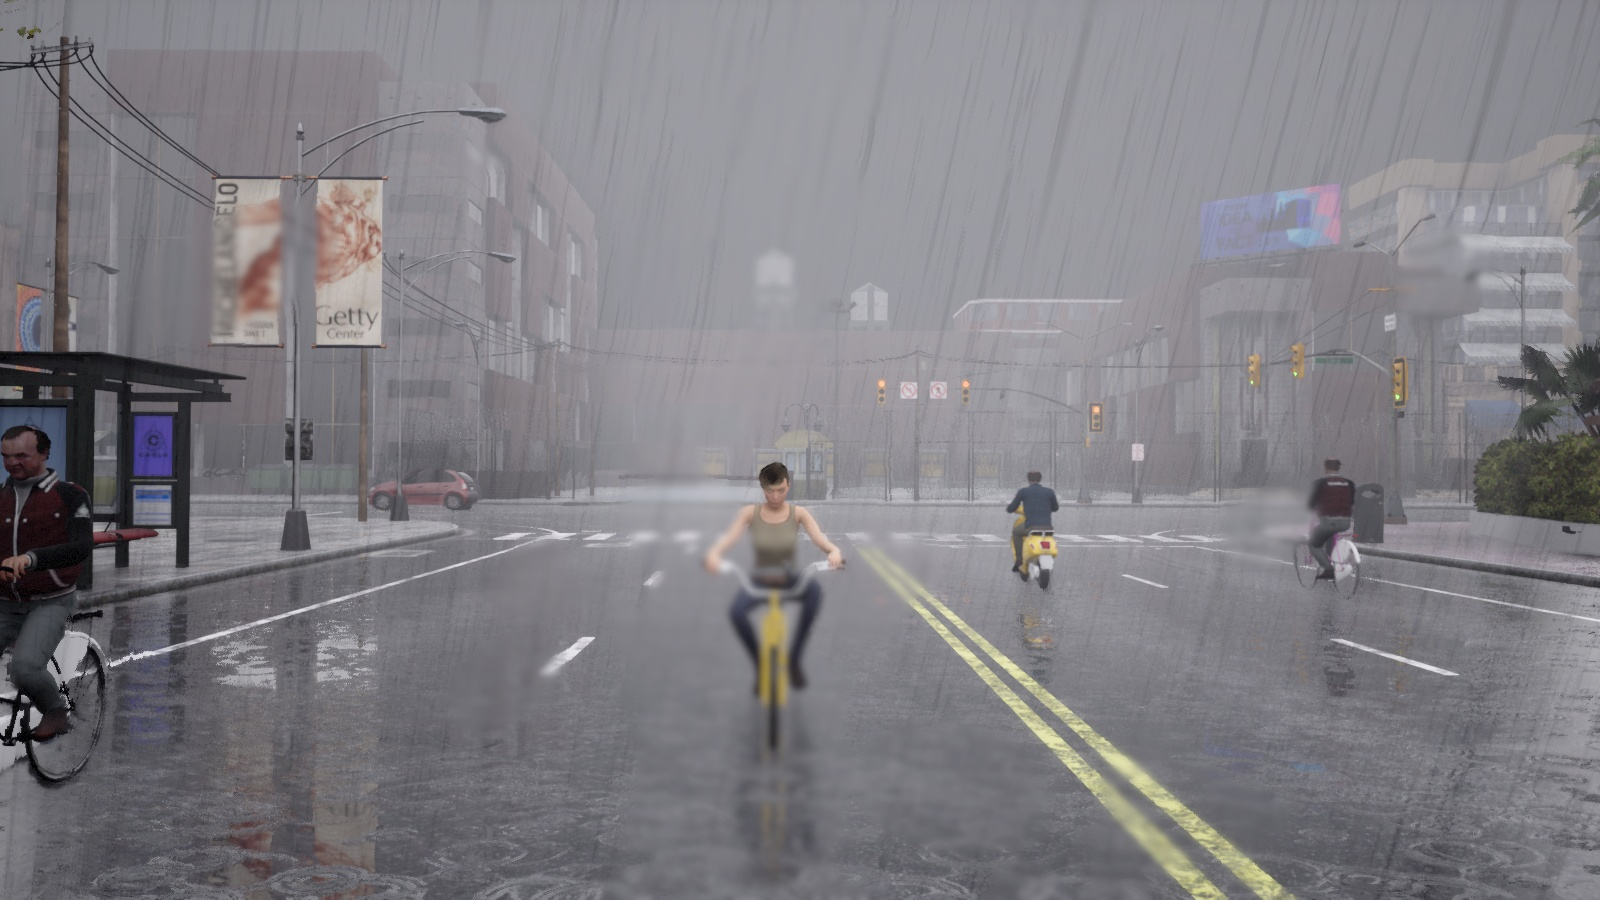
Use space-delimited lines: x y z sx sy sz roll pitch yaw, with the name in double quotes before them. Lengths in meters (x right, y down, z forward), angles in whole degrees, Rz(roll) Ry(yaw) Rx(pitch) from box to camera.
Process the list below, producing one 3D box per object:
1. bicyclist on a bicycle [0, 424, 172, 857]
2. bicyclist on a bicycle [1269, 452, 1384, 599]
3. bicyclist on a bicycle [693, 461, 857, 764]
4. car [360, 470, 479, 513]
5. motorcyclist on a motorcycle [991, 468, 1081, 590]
"bicyclist on a bicycle" -3.621 0.795 5.670 0.659 1.776 1.843 0 -1 -1
"bicyclist on a bicycle" 6.730 0.929 16.152 0.659 1.776 1.843 0 -1 -1
"bicyclist on a bicycle" -0.142 0.877 7.458 0.866 1.612 1.509 0 -1 -1
"car" -14.500 1.575 48.028 3.988 1.617 1.851 0 -1 0
"motorcyclist on a motorcycle" 3.214 1.045 17.291 0.866 1.590 1.817 0 -1 -1
